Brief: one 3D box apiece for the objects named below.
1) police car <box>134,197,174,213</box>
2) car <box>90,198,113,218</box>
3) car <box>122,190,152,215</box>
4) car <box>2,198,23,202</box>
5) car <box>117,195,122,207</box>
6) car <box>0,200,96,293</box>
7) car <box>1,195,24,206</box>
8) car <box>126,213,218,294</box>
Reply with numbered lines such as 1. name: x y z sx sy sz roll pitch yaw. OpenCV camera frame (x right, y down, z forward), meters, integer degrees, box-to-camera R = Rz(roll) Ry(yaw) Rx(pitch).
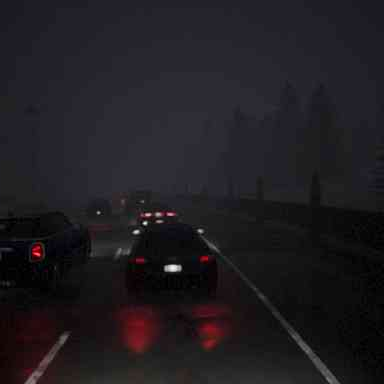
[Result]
1. police car: -2.016 1.291 18.535 2.038 1.542 4.974 0 0 -10
2. car: -7.397 1.206 26.429 1.837 1.490 4.892 0 1 -15
3. car: -4.787 0.881 30.019 2.150 2.045 5.566 0 0 -16
4. car: -9.143 1.312 18.818 1.812 1.442 4.674 0 1 -12
5. car: -8.331 0.987 41.628 1.801 1.575 5.366 0 1 -18
6. car: -4.087 1.253 8.646 2.097 1.767 4.553 0 1 -5
7. car: -24.395 1.090 45.277 1.895 1.301 4.718 0 1 -18
8. car: -0.591 1.466 8.619 1.994 1.385 4.181 0 1 -6
